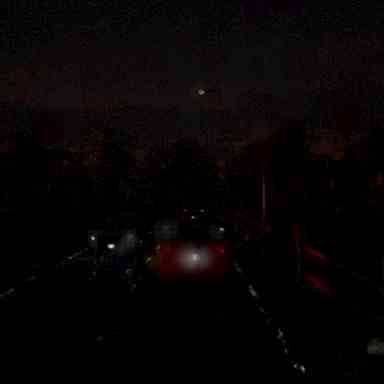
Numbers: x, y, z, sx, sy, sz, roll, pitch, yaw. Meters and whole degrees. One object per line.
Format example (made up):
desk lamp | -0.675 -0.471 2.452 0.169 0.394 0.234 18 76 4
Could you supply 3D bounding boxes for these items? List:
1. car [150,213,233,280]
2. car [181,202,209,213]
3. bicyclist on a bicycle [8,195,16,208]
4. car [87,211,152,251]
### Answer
car | 0.063 1.557 9.964 1.994 1.385 4.181 0 0 0
car | 0.218 1.475 24.692 2.128 1.511 4.902 0 0 3
bicyclist on a bicycle | -22.519 1.153 41.614 0.582 1.620 1.656 1 0 1
car | -2.851 1.537 14.384 2.033 1.411 5.357 0 0 0
